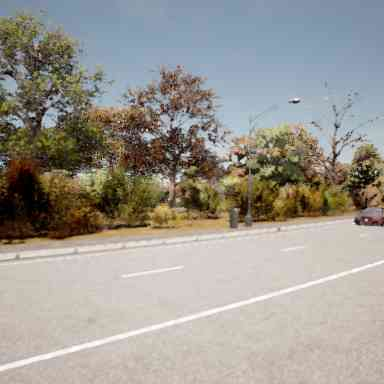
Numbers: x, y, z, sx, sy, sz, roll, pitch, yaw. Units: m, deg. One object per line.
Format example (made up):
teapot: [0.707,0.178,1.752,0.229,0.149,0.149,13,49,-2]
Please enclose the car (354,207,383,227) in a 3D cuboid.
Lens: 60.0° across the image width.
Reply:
car: [14.289,1.897,25.961,4.181,1.385,1.994,1,-1,-45]
